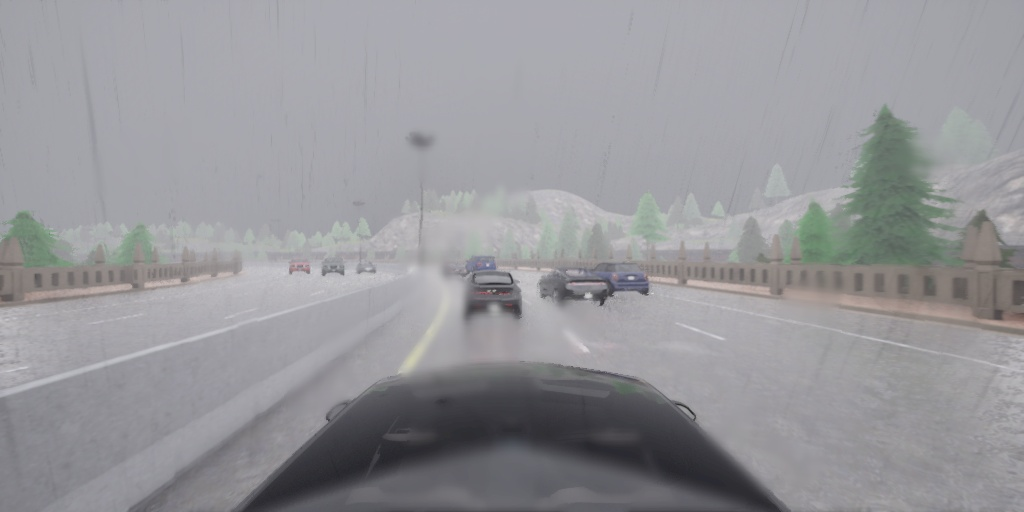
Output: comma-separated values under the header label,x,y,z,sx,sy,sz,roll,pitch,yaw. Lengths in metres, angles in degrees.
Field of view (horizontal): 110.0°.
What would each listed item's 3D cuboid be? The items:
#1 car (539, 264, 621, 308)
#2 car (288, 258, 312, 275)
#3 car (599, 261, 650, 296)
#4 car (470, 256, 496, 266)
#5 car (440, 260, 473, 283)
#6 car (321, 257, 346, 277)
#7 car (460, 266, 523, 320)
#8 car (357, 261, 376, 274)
label,x,y,z,sx,sy,sz,roll,pitch,yaw
car,2.430,1.224,15.199,2.128,1.511,4.902,0,0,-8
car,-26.251,1.211,44.427,2.150,2.045,5.566,0,-1,-31
car,5.326,1.069,19.108,2.097,1.767,4.553,0,0,-9
car,-3.299,1.000,37.415,2.150,2.045,5.566,0,0,-21
car,-5.442,1.336,33.243,2.033,1.411,5.357,0,0,-19
car,-19.631,1.131,39.529,2.150,2.045,5.566,0,0,-26
car,-0.754,1.254,12.647,1.837,1.490,4.892,0,0,-6
car,-17.509,1.392,43.029,2.128,1.511,4.902,0,0,-28
